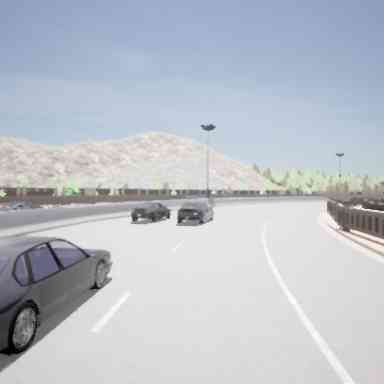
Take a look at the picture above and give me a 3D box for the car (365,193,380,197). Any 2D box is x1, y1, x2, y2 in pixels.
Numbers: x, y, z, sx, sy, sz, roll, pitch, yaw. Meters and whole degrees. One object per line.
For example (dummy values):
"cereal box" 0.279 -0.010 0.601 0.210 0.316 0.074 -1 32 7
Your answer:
"car" 37.250 1.256 68.869 5.566 2.045 2.150 0 0 -35

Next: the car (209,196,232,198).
"car" 5.640 1.404 58.774 1.837 1.490 4.892 0 0 37

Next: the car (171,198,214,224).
"car" 0.338 1.454 24.341 1.837 1.490 4.892 0 0 16

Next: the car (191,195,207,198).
"car" 2.462 1.385 60.359 1.837 1.490 4.892 0 0 36

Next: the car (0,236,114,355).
"car" -3.093 1.519 6.023 2.033 1.411 5.357 0 0 5

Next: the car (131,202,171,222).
"car" -3.033 1.456 25.273 1.812 1.442 4.674 0 0 16

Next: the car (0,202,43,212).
"car" -11.495 1.388 21.162 2.128 1.511 4.902 0 0 13

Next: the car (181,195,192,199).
"car" -0.241 1.356 62.627 2.128 1.511 4.902 0 0 36
